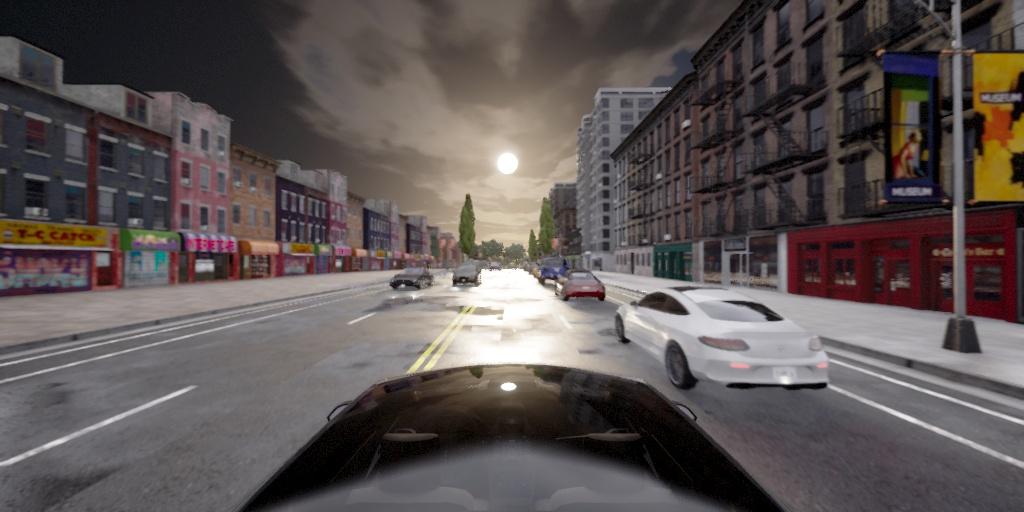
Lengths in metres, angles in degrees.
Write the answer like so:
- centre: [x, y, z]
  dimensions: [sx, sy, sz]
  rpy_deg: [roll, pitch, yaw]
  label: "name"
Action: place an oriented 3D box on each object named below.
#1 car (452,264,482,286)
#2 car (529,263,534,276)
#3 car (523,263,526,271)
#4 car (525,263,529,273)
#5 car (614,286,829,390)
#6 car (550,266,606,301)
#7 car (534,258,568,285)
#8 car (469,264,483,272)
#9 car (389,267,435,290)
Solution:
- centre: [-3.333, 1.442, 27.138]
  dimensions: [1.837, 1.490, 4.892]
  rpy_deg: [0, -1, 0]
  label: "car"
- centre: [3.267, 1.549, 40.022]
  dimensions: [1.801, 1.575, 5.366]
  rpy_deg: [0, -1, 0]
  label: "car"
- centre: [3.276, 1.990, 61.835]
  dimensions: [2.033, 1.411, 5.357]
  rpy_deg: [0, -1, 0]
  label: "car"
- centre: [3.272, 1.842, 50.862]
  dimensions: [1.895, 1.301, 4.718]
  rpy_deg: [0, -1, 0]
  label: "car"
- centre: [3.351, 1.282, 6.719]
  dimensions: [1.812, 1.442, 4.674]
  rpy_deg: [0, 0, 0]
  label: "car"
- centre: [3.257, 1.392, 17.831]
  dimensions: [1.994, 1.385, 4.181]
  rpy_deg: [0, -1, 0]
  label: "car"
- centre: [3.262, 1.179, 28.866]
  dimensions: [2.150, 2.045, 5.566]
  rpy_deg: [0, -1, 0]
  label: "car"
- centre: [-6.496, 2.063, 64.738]
  dimensions: [1.994, 1.385, 4.181]
  rpy_deg: [0, -1, 1]
  label: "car"
- centre: [-6.591, 1.451, 24.311]
  dimensions: [2.033, 1.411, 5.357]
  rpy_deg: [0, -1, 0]
  label: "car"
